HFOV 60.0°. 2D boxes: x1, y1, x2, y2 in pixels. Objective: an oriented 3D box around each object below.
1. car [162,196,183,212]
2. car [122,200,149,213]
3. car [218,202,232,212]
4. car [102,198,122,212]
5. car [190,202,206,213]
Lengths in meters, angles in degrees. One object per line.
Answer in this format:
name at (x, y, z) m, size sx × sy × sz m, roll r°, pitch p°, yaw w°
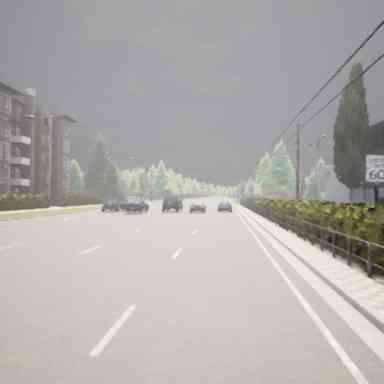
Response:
car at (-2.572, 1.597, 45.022) m, size 2.150 × 2.045 × 5.566 m, roll 1°, pitch 0°, yaw 6°
car at (-6.533, 1.745, 40.424) m, size 1.882 × 1.535 × 5.008 m, roll 1°, pitch 0°, yaw 6°
car at (4.728, 2.078, 47.748) m, size 1.994 × 1.385 × 4.181 m, roll 1°, pitch 0°, yaw 6°
car at (-9.838, 1.588, 42.798) m, size 2.097 × 1.767 × 4.553 m, roll 1°, pitch -1°, yaw 6°
car at (0.869, 2.021, 44.187) m, size 1.895 × 1.301 × 4.718 m, roll 1°, pitch -1°, yaw 6°
